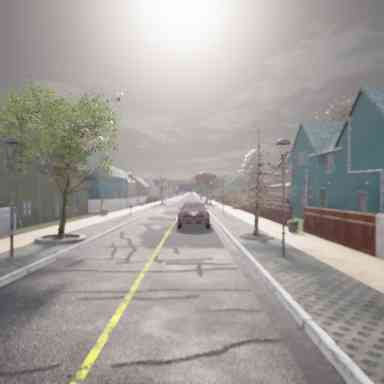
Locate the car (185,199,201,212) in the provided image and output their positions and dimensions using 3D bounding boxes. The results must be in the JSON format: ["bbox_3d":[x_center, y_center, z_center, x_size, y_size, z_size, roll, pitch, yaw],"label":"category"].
[{"bbox_3d":[0.115,1.685,41.962,1.837,1.490,4.892,0,0,0],"label":"car"}]

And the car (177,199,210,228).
[{"bbox_3d":[0.108,1.450,23.109,2.097,1.767,4.553,0,0,0],"label":"car"}]
